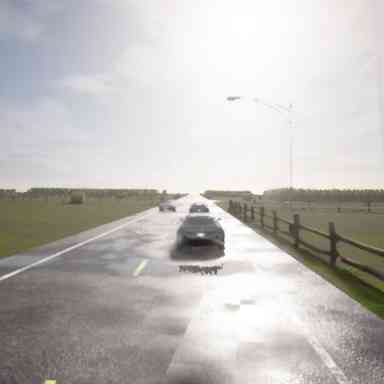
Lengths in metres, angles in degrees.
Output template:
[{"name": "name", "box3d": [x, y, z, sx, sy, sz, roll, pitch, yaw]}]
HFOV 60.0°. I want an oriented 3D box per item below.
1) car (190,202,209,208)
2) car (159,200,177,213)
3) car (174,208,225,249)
[{"name": "car", "box3d": [0.703, 1.682, 32.895, 1.994, 1.385, 4.181, 0, 0, 1]}, {"name": "car", "box3d": [-2.835, 1.651, 39.531, 2.128, 1.511, 4.902, 0, 0, 1]}, {"name": "car", "box3d": [0.374, 1.620, 14.794, 1.994, 1.385, 4.181, 0, 0, 1]}]
